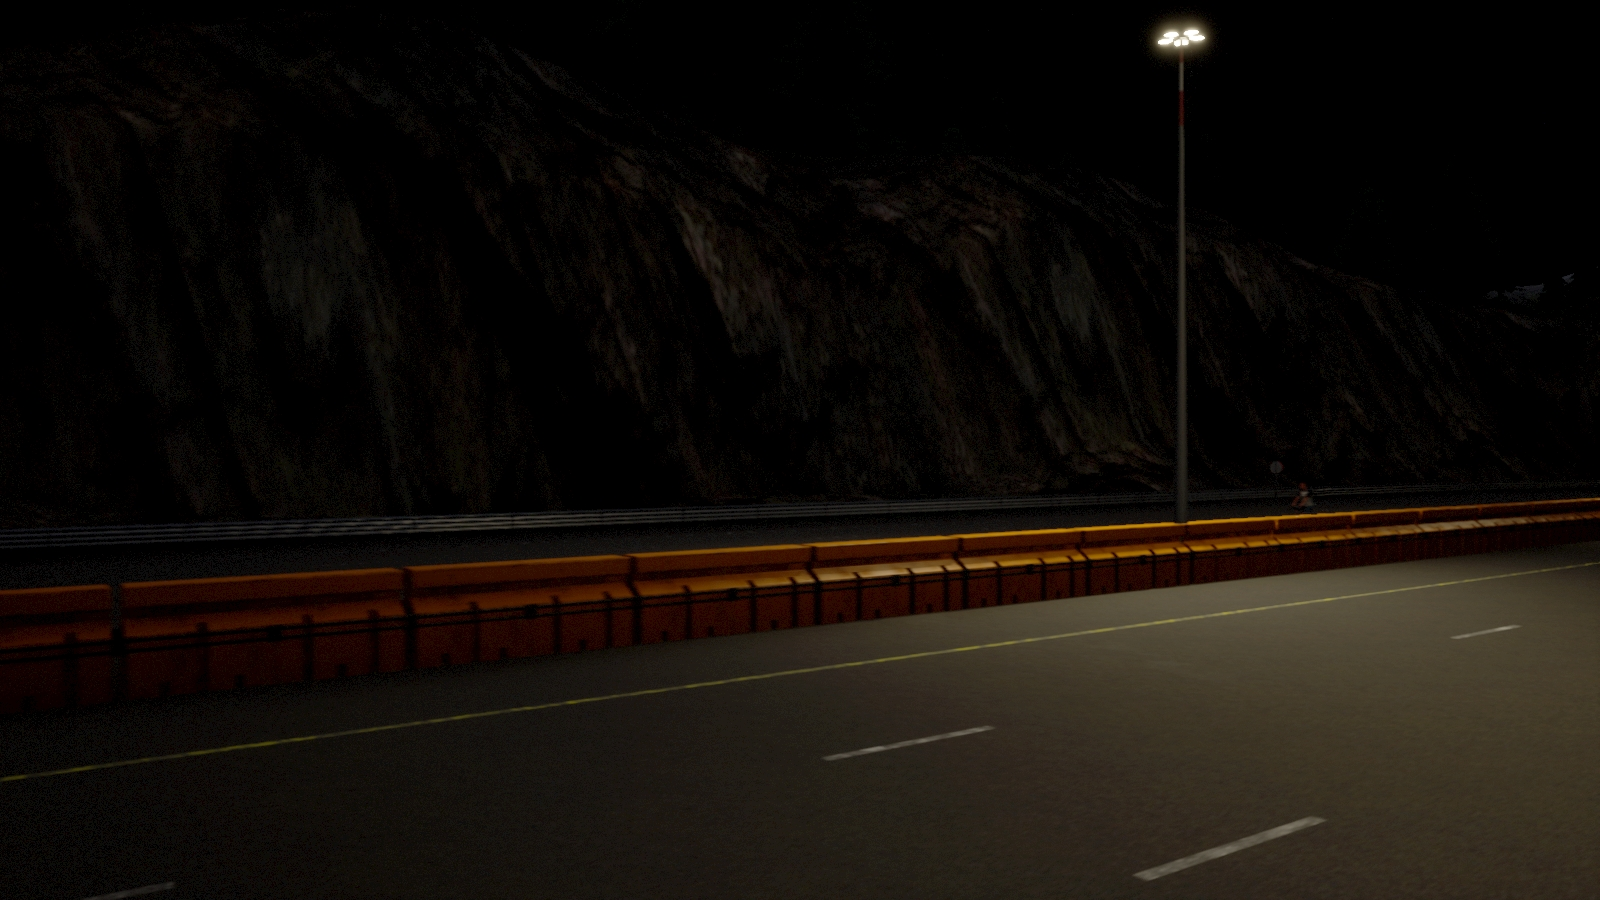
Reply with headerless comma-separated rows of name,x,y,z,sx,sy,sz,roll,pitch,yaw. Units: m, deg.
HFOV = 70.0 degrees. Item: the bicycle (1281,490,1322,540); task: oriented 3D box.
bicycle,15.989,2.048,36.415,1.643,1.514,0.373,0,0,-35
